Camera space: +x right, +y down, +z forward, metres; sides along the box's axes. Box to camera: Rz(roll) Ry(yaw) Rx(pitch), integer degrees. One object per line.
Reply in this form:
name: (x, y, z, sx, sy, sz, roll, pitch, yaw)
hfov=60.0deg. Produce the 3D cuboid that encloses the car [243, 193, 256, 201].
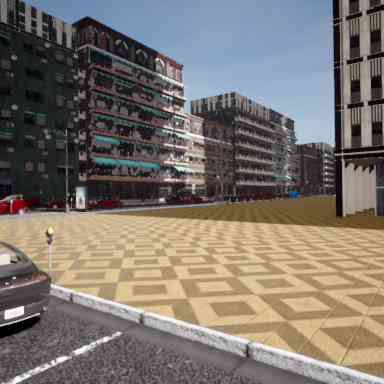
car: (9.917, 1.045, 63.725, 1.887, 1.381, 4.507, -1, 0, 36)

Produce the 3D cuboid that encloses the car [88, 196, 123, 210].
car: (-9.598, 1.183, 36.909, 1.967, 1.590, 4.097, -1, 0, 36)

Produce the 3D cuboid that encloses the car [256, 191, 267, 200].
car: (13.170, 1.043, 68.194, 1.802, 1.307, 4.206, -1, 0, 36)

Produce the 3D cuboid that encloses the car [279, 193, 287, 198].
car: (19.674, 0.935, 77.133, 2.008, 1.369, 4.403, -1, 0, 36)

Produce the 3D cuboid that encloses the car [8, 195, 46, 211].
car: (-19.627, 1.224, 37.372, 2.192, 1.841, 5.009, -1, 0, 36)

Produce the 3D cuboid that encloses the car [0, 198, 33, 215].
car: (-16.102, 1.410, 27.970, 1.802, 1.307, 4.206, -1, 0, 36)

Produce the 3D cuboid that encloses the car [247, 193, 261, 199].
car: (16.152, 1.037, 86.534, 1.947, 1.339, 4.313, -1, 0, 36)

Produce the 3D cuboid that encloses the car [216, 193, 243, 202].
car: (6.665, 1.090, 59.256, 2.008, 1.369, 4.403, -1, 0, 36)

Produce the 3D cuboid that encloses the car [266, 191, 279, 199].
car: (16.419, 0.738, 72.663, 2.192, 1.841, 5.009, -1, 0, 36)

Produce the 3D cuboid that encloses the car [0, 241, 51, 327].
car: (-4.392, 1.552, 6.199, 4.403, 1.369, 2.008, 0, -1, 36)

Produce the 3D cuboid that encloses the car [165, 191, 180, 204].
car: (-2.248, 0.899, 56.766, 2.150, 2.045, 5.566, -1, 0, 37)

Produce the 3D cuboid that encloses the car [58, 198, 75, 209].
car: (-13.679, 1.346, 41.156, 1.812, 1.442, 4.674, -1, 0, 36)

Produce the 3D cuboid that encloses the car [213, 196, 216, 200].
car: (6.394, 1.025, 73.126, 1.967, 1.590, 4.097, -1, 0, 36)

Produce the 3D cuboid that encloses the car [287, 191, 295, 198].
car: (22.927, 0.929, 81.602, 1.802, 1.307, 4.206, -1, 0, 36)

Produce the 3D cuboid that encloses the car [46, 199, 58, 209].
car: (-16.372, 1.411, 41.842, 1.887, 1.381, 4.507, 0, 0, 36)

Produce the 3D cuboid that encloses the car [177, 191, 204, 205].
car: (0.158, 1.059, 50.317, 1.967, 1.590, 4.097, -1, 0, 36)

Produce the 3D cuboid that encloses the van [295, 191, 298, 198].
van: (26.177, 0.651, 86.072, 1.690, 1.788, 3.998, -1, 0, 36)
